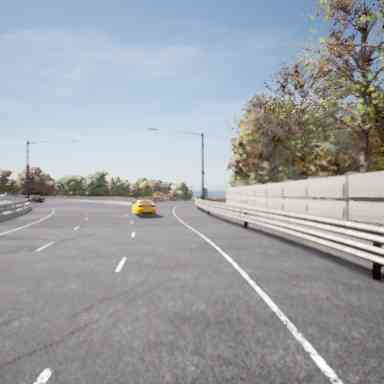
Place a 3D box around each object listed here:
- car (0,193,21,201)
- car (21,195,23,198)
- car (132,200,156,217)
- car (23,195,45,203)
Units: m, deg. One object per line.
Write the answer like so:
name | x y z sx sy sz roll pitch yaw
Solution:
car | -44.904 1.619 81.913 4.902 1.511 2.128 0 0 38
car | -42.811 1.623 84.735 4.902 1.511 2.128 0 0 38
car | -4.704 1.507 32.247 1.882 1.535 5.008 0 0 -16
car | -33.642 1.434 70.887 2.097 1.767 4.553 0 0 -41
